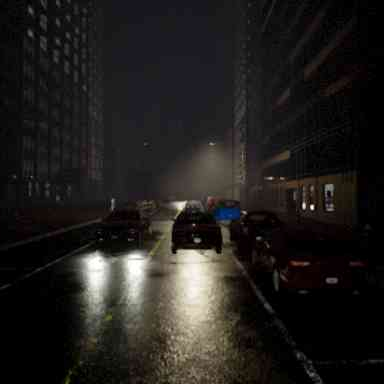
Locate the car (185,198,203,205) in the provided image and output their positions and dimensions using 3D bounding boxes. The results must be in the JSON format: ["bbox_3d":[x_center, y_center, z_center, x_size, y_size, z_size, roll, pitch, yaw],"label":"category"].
[{"bbox_3d":[0.111,1.705,40.949,2.033,1.411,5.357,0,0,0],"label":"car"}]

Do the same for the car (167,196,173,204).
[{"bbox_3d":[-5.667,1.815,70.681,2.008,1.369,4.403,1,0,0],"label":"car"}]

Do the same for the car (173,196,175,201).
[{"bbox_3d":[-5.661,1.884,93.252,1.887,1.381,4.507,1,0,0],"label":"car"}]

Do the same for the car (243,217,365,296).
[{"bbox_3d":[2.700,1.579,8.643,1.887,1.381,4.507,1,0,0],"label":"car"}]

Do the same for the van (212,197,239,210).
[{"bbox_3d":[2.706,1.442,25.568,1.690,1.788,3.998,1,0,0],"label":"van"}]

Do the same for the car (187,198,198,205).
[{"bbox_3d":[0.115,1.840,63.528,1.895,1.301,4.718,0,0,0],"label":"car"}]

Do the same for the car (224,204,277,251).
[{"bbox_3d":[2.703,1.497,14.285,1.967,1.590,4.097,1,0,0],"label":"car"}]

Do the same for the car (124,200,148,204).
[{"bbox_3d":[-5.674,1.562,31.183,1.967,1.590,4.097,1,0,0],"label":"car"}]

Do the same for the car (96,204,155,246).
[{"bbox_3d":[-3.097,1.540,15.805,1.882,1.535,5.008,0,0,0],"label":"car"}]

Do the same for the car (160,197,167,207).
[{"bbox_3d":[-5.670,1.755,53.753,2.008,1.369,4.403,1,0,0],"label":"car"}]

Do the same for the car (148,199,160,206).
[{"bbox_3d":[-5.672,1.714,42.468,2.008,1.369,4.403,1,0,0],"label":"car"}]

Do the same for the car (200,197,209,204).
[{"bbox_3d":[2.714,1.790,70.868,1.752,1.417,4.829,1,0,0],"label":"car"}]

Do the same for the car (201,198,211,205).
[{"bbox_3d":[2.712,1.826,65.057,1.802,1.307,4.206,1,0,0],"label":"car"}]

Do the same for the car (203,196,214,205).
[{"bbox_3d":[2.709,1.458,36.851,2.192,1.841,5.009,1,0,0],"label":"car"}]

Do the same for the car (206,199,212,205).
[{"bbox_3d":[2.705,1.673,31.209,2.008,1.369,4.403,1,0,0],"label":"car"}]

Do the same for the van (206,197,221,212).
[{"bbox_3d":[2.710,1.504,42.493,1.690,1.788,3.998,1,0,0],"label":"van"}]

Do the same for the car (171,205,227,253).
[{"bbox_3d":[0.129,1.533,13.964,1.882,1.535,5.008,0,0,-1],"label":"car"}]

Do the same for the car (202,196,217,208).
[{"bbox_3d":[2.713,1.519,53.775,2.192,1.841,5.009,1,0,0],"label":"car"}]
